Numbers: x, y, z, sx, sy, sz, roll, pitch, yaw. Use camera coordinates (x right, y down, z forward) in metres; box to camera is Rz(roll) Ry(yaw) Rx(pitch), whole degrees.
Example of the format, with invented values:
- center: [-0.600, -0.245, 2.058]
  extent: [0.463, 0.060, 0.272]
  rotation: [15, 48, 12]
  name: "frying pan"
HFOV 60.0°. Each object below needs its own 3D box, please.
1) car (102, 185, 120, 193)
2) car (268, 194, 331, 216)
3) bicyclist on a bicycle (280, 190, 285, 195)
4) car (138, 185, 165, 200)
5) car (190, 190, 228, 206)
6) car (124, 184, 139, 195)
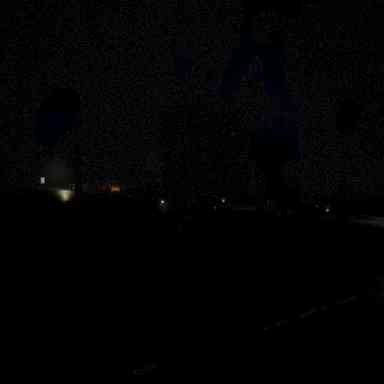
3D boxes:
- center: [-15.404, -0.662, 63.186]
  extent: [1.882, 1.535, 5.008]
  rotation: [0, 2, -36]
  name: "car"
- center: [8.039, 0.927, 25.176]
  extent: [2.128, 1.511, 4.902]
  rotation: [0, 2, -35]
  name: "car"
- center: [9.210, 0.666, 33.852]
  extent: [1.656, 1.620, 0.582]
  rotation: [0, 2, -35]
  name: "bicyclist on a bicycle"
- center: [-4.533, 0.188, 42.850]
  extent: [2.033, 1.411, 5.357]
  rotation: [0, 2, -35]
  name: "car"
- center: [1.630, 0.517, 34.181]
  extent: [2.128, 1.511, 4.902]
  rotation: [0, 2, -35]
  name: "car"
- center: [-9.490, -0.450, 54.888]
  extent: [2.097, 1.767, 4.553]
  rotation: [0, 2, -36]
  name: "car"
